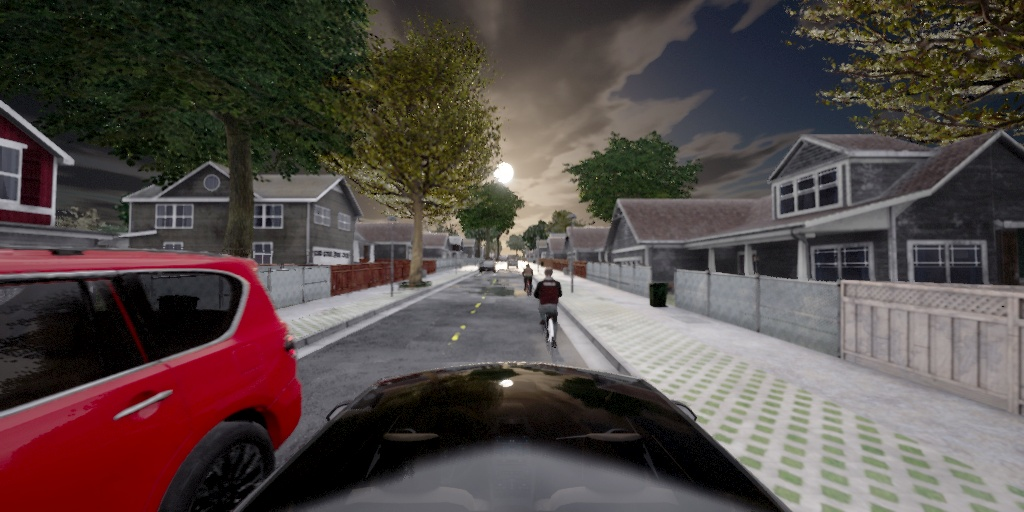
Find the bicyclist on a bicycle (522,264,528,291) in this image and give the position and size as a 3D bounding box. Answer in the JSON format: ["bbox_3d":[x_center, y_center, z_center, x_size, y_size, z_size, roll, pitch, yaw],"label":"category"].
[{"bbox_3d":[0.759,1.190,16.838,0.582,1.620,1.656,0,0,0],"label":"bicyclist on a bicycle"}]

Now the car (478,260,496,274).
[{"bbox_3d":[-2.849,1.219,42.177,1.882,1.535,5.008,0,0,0],"label":"car"}]

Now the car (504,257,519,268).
[{"bbox_3d":[0.096,1.244,61.584,2.128,1.511,4.902,0,0,0],"label":"car"}]

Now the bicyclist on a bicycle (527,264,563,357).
[{"bbox_3d":[0.759,1.114,7.635,0.659,1.776,1.843,0,0,0],"label":"bicyclist on a bicycle"}]

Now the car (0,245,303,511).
[{"bbox_3d":[-2.848,0.972,0.755,2.150,2.045,5.566,0,0,0],"label":"car"}]
